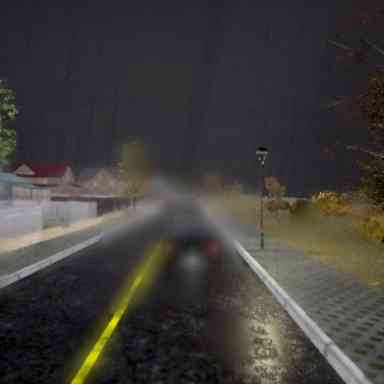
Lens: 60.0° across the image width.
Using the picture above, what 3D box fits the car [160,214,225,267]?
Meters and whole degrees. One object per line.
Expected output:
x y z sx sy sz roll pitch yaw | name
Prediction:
0.040 1.695 11.793 1.895 1.301 4.718 0 0 1 | car

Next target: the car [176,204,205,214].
0.053 1.710 27.390 2.128 1.511 4.902 0 0 1 | car

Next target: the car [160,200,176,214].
-2.781 1.834 41.159 1.837 1.490 4.892 0 -1 1 | car
